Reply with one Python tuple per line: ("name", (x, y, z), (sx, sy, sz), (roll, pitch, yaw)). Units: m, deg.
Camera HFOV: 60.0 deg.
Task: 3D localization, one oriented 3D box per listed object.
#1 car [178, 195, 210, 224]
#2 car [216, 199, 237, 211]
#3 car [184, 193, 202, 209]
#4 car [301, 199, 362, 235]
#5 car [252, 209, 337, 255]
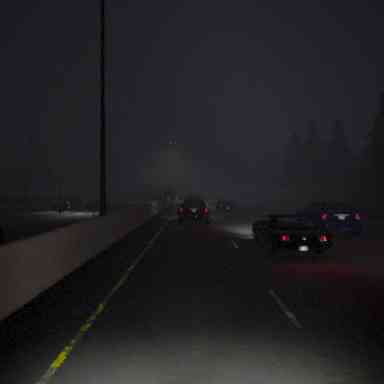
("car", (0.122, 1.199, 23.271), (2.097, 1.767, 4.553), (0, 0, 0))
("car", (3.634, 1.366, 36.144), (1.895, 1.301, 4.718), (0, 0, 0))
("car", (0.138, 1.086, 40.926), (2.097, 1.767, 4.553), (0, 0, 0))
("car", (7.117, 1.235, 17.918), (2.097, 1.767, 4.553), (0, 0, 0))
("car", (3.611, 1.516, 12.965), (1.895, 1.301, 4.718), (0, 0, 0))
